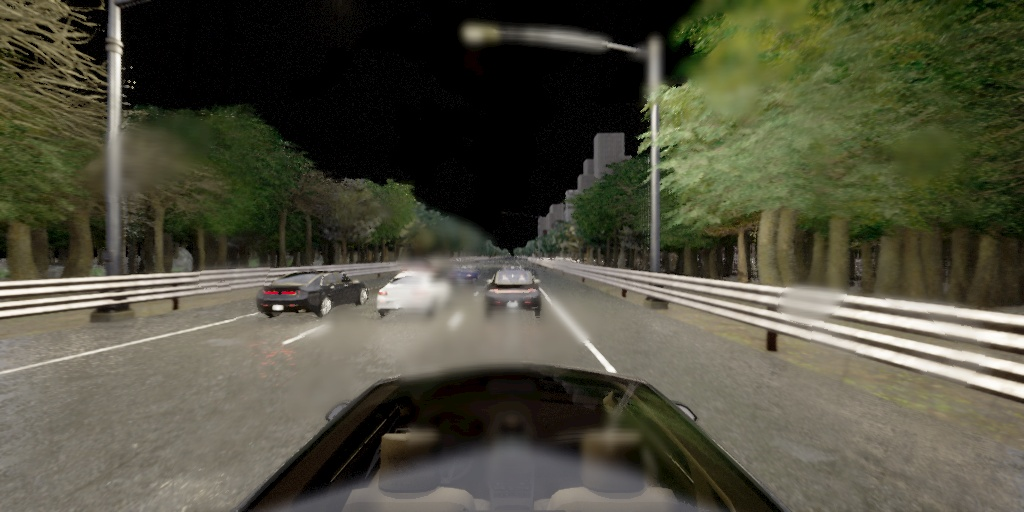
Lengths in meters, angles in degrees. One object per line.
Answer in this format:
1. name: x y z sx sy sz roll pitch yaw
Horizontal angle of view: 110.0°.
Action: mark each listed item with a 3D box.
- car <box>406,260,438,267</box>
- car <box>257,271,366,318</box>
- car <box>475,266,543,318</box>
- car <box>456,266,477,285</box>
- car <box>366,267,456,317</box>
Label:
1. car: -6.934 1.140 27.737 2.097 1.767 4.553 0 0 0
2. car: -6.930 1.276 13.057 1.837 1.490 4.892 0 0 0
3. car: 0.070 1.262 13.018 2.128 1.511 4.902 0 0 0
4. car: -3.441 1.389 26.575 1.895 1.301 4.718 0 0 0
5. car: -3.435 1.297 13.198 1.812 1.442 4.674 0 0 0
